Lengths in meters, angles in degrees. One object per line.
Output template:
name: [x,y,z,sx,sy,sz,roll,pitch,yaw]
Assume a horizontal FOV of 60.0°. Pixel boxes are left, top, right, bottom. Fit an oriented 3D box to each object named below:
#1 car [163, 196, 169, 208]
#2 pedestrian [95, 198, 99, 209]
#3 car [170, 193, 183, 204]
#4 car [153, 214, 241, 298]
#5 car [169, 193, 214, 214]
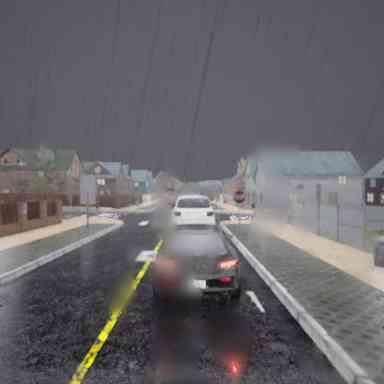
car: [-2.898,1.302,46.291,2.097,1.767,4.553,0,0,0]
pedestrian: [-9.723,1.211,34.105,0.500,1.100,0.500,0,0,1]
car: [-2.873,1.150,63.355,2.150,2.045,5.566,0,0,0]
car: [0.097,1.515,8.364,1.812,1.442,4.674,0,0,0]
car: [-0.004,1.201,18.419,2.150,2.045,5.566,0,0,-2]
